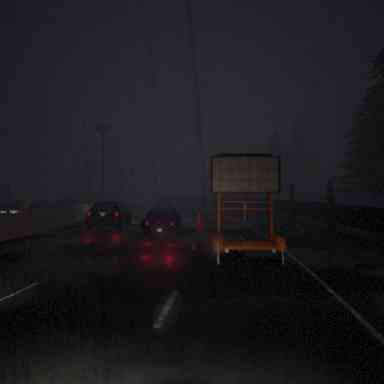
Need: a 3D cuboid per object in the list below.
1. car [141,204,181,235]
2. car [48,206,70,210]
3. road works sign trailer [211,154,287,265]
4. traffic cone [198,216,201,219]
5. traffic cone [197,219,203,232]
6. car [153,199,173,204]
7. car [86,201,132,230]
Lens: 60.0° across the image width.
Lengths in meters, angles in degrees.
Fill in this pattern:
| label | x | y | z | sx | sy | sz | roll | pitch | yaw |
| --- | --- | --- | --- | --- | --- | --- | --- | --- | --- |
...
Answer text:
| label | x | y | z | sx | sy | sz | roll | pitch | yaw |
| --- | --- | --- | --- | --- | --- | --- | --- | --- | --- |
| car | -1.600 | 1.593 | 18.769 | 1.895 | 1.301 | 4.718 | 0 | 0 | 0 |
| car | -14.103 | 1.490 | 36.772 | 1.837 | 1.490 | 4.892 | 0 | 0 | -11 |
| road works sign trailer | 1.846 | 0.460 | 11.686 | 2.380 | 3.560 | 2.880 | 0 | 0 | 1 |
| traffic cone | 0.498 | 1.947 | 20.709 | 0.340 | 0.580 | 0.340 | 0 | 0 | 1 |
| traffic cone | 0.467 | 1.948 | 18.709 | 0.340 | 0.580 | 0.340 | 0 | 0 | 1 |
| car | -3.049 | 1.463 | 35.568 | 1.882 | 1.535 | 5.008 | 0 | 0 | -9 |
| car | -5.187 | 1.343 | 21.291 | 2.097 | 1.767 | 4.553 | 0 | 0 | -1 |
